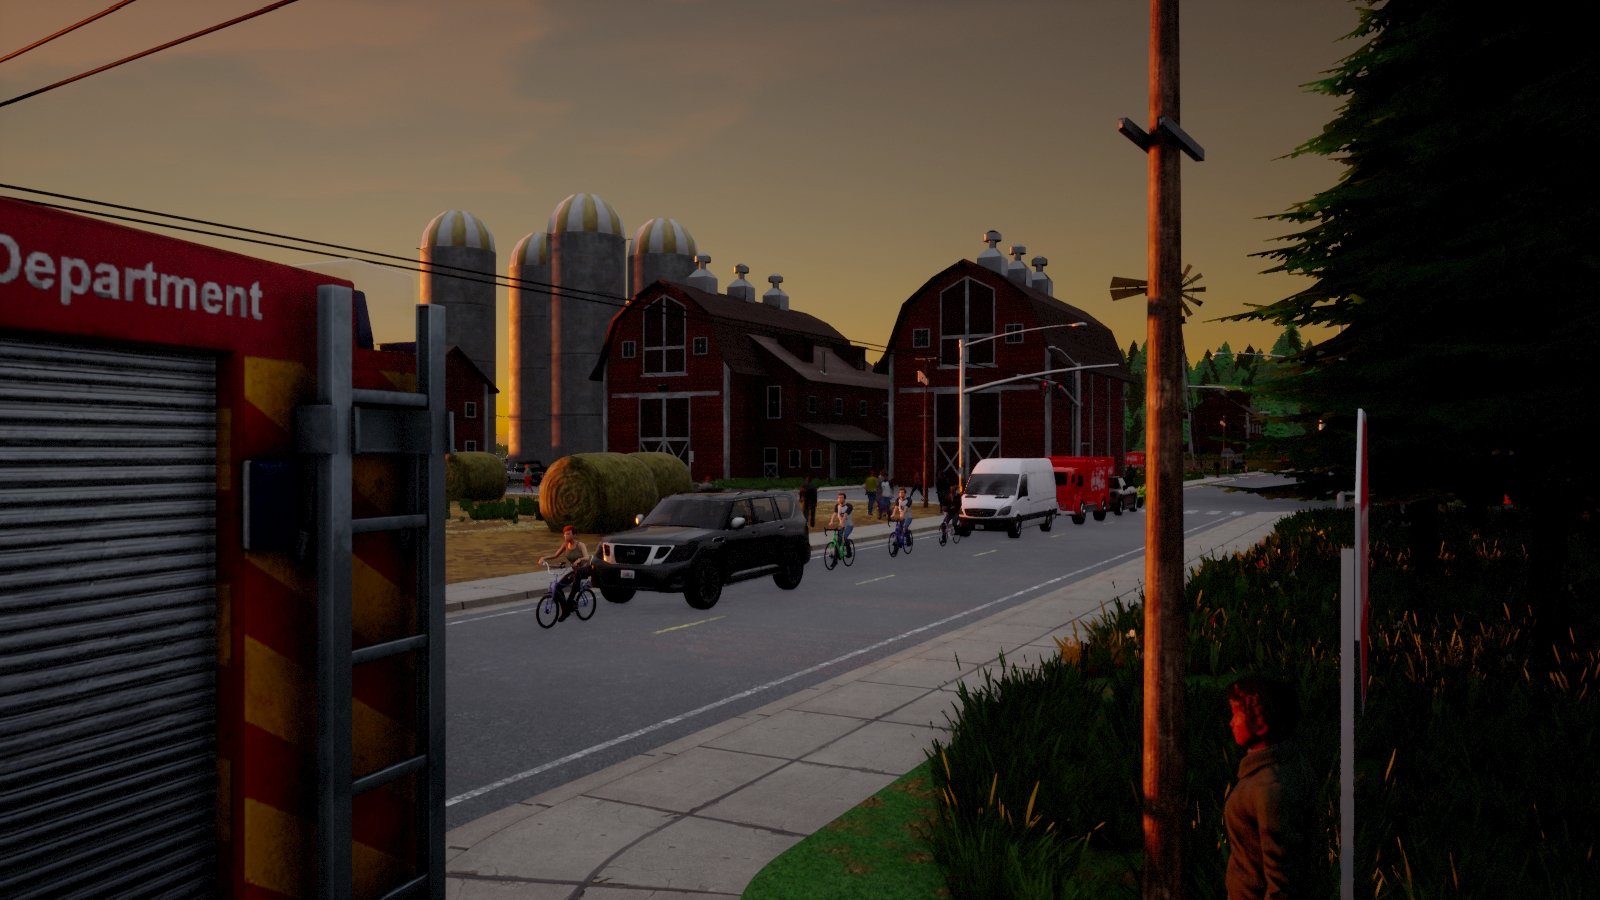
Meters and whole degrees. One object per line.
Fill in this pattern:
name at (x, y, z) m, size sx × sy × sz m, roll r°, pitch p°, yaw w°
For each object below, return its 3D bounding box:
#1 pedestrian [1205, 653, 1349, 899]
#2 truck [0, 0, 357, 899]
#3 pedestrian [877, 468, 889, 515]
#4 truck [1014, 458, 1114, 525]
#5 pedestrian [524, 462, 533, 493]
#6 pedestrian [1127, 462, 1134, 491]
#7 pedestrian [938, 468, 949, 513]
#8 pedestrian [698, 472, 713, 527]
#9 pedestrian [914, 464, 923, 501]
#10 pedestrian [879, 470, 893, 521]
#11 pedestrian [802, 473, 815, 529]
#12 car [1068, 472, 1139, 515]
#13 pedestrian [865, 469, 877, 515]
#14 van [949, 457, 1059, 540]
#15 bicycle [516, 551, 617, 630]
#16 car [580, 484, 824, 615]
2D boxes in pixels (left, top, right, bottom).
pedestrian at (1.618, 1.663, 3.869) m, size 0.375 × 1.860 × 0.375 m, roll 0°, pitch 0°, yaw 36°
truck at (-5.949, 0.867, 3.833) m, size 8.468 × 3.827 × 2.891 m, roll 0°, pitch 0°, yaw 19°
pedestrian at (3.356, 1.676, 46.292) m, size 0.375 × 1.860 × 0.375 m, roll 0°, pitch 0°, yaw 33°
truck at (10.542, 1.568, 45.365) m, size 2.627 × 2.467 × 5.204 m, roll 0°, pitch 0°, yaw 28°
pedestrian at (-16.490, 1.670, 69.405) m, size 0.375 × 1.860 × 0.375 m, roll 0°, pitch 0°, yaw 34°
pedestrian at (21.368, 1.696, 73.913) m, size 0.375 × 1.860 × 0.375 m, roll 0°, pitch 0°, yaw 28°
pedestrian at (5.981, 1.690, 47.698) m, size 0.375 × 1.860 × 0.375 m, roll 0°, pitch 0°, yaw 24°
pedestrian at (-3.229, 1.679, 38.987) m, size 0.375 × 1.860 × 0.375 m, roll 0°, pitch 0°, yaw 32°
pedestrian at (6.102, 1.670, 58.823) m, size 0.375 × 1.860 × 0.375 m, roll 0°, pitch 0°, yaw 21°
pedestrian at (3.202, 1.690, 42.604) m, size 0.375 × 1.860 × 0.375 m, roll 0°, pitch 0°, yaw 31°
pedestrian at (0.283, 1.686, 38.094) m, size 0.375 × 1.860 × 0.375 m, roll 0°, pitch 0°, yaw 16°
car at (13.639, 1.903, 51.214) m, size 2.097 × 1.767 × 4.553 m, roll 0°, pitch 0°, yaw 28°
pedestrian at (2.845, 1.678, 45.876) m, size 0.375 × 1.860 × 0.375 m, roll 0°, pitch 0°, yaw 29°
van at (7.057, 1.534, 38.936) m, size 1.988 × 2.561 × 5.915 m, roll 0°, pitch 0°, yaw 28°
bicycle at (-3.780, 2.256, 18.561) m, size 0.859 × 1.080 × 1.487 m, roll 0°, pitch 0°, yaw 28°
car at (-1.714, 1.779, 22.410) m, size 2.150 × 2.045 × 5.566 m, roll 0°, pitch 0°, yaw 27°
